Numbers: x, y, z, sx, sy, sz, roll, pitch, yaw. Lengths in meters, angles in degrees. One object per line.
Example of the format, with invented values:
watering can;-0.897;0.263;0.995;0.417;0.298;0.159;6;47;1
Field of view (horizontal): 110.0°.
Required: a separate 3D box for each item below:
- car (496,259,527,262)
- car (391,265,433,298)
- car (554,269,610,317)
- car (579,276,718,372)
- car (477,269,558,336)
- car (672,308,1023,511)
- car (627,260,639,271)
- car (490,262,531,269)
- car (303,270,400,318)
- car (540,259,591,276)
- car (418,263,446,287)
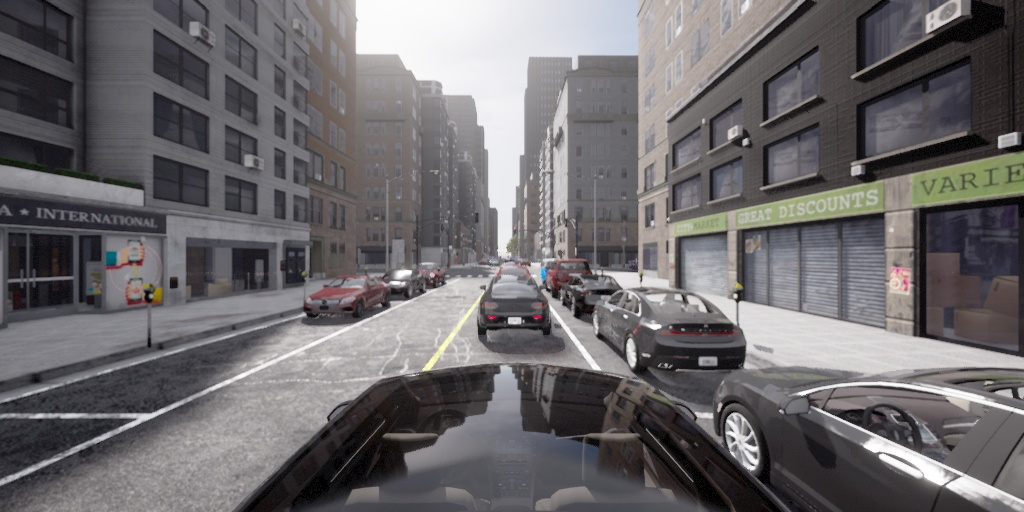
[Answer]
car;0.044;1.254;28.156;1.837;1.490;4.892;0;0;2
car;-5.679;1.315;18.438;1.948;1.339;4.313;0;0;0
car;2.851;1.316;12.927;1.948;1.339;4.313;0;0;0
car;2.855;1.300;7.404;2.007;1.370;4.403;0;0;0
car;0.033;1.275;10.296;1.812;1.442;4.674;0;0;-1
car;2.859;1.300;1.880;2.007;1.370;4.403;0;0;0
car;18.149;0.959;47.560;5.566;2.045;2.150;0;0;0
car;0.086;1.227;17.984;1.882;1.535;5.008;0;0;0
car;-5.675;1.331;12.913;1.802;1.307;4.207;0;0;0
car;2.847;1.064;18.451;2.192;1.841;5.009;0;0;0
car;-5.683;1.189;23.963;1.967;1.591;4.097;0;0;0
